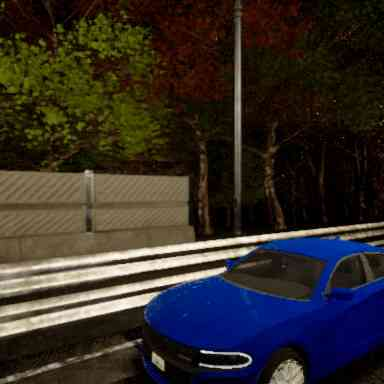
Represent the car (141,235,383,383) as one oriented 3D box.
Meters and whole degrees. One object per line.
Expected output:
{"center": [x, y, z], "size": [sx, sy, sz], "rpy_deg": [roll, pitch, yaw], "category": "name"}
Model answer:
{"center": [1.682, 1.470, 4.884], "size": [5.008, 1.535, 1.882], "rpy_deg": [0, 0, -35], "category": "car"}
